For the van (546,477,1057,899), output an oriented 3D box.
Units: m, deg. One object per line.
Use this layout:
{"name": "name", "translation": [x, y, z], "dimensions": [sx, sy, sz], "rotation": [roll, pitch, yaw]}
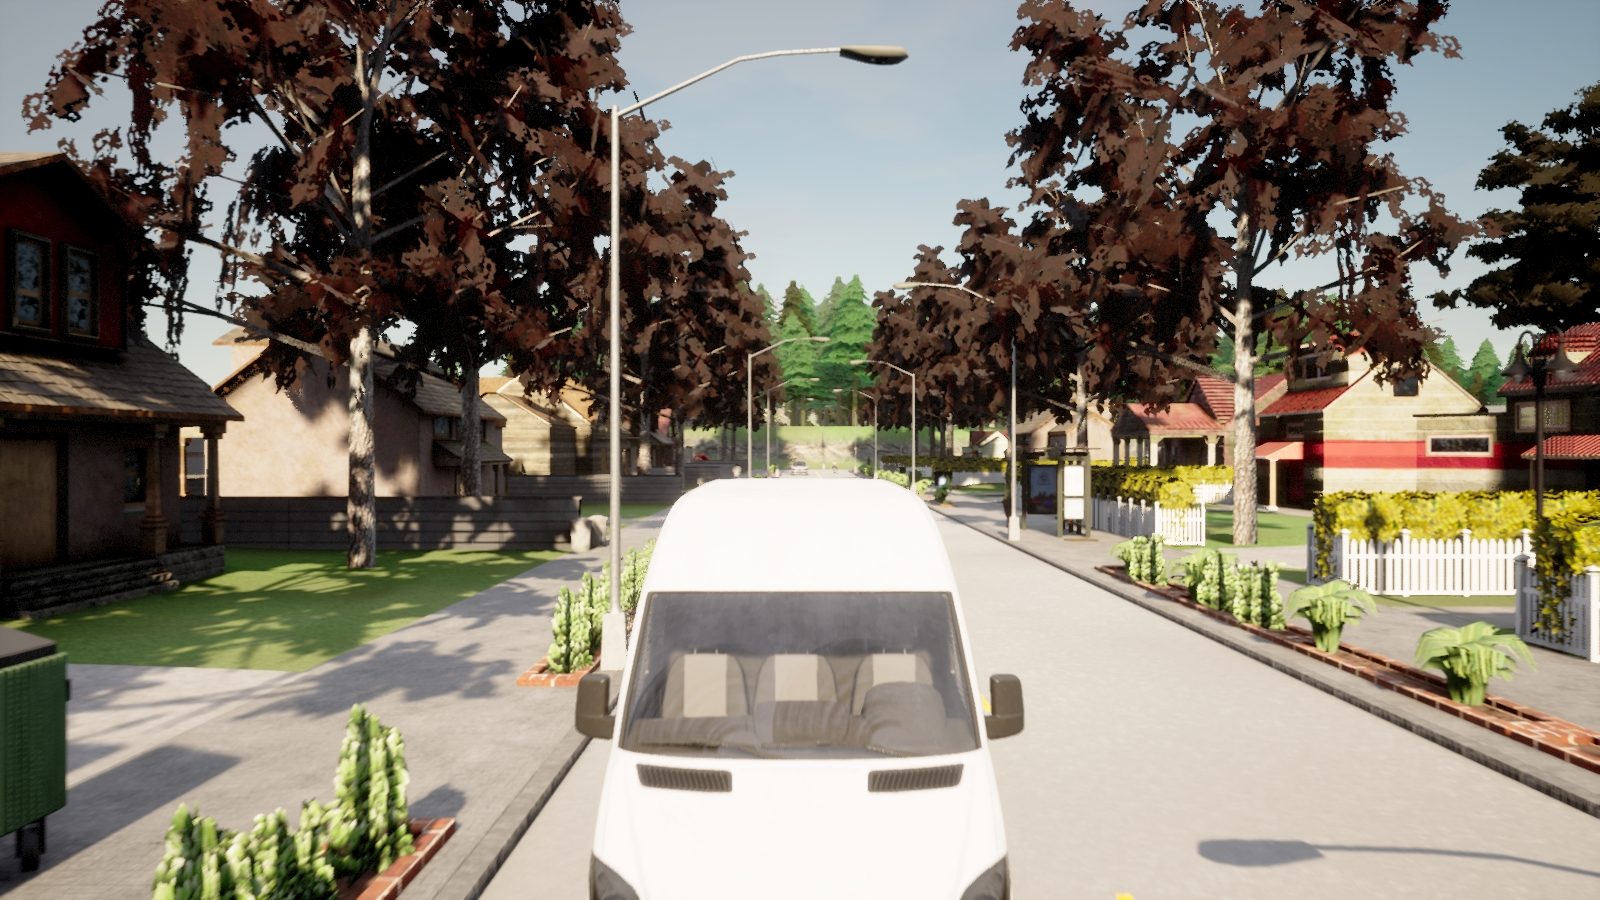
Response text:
{"name": "van", "translation": [0.006, 1.528, 7.400], "dimensions": [1.988, 2.561, 5.915], "rotation": [0, 0, 0]}
